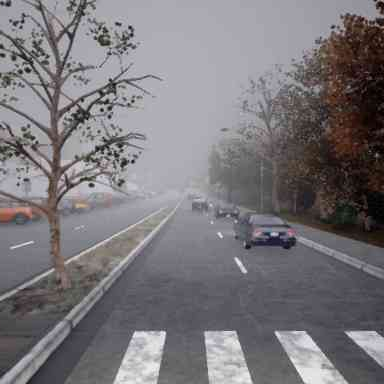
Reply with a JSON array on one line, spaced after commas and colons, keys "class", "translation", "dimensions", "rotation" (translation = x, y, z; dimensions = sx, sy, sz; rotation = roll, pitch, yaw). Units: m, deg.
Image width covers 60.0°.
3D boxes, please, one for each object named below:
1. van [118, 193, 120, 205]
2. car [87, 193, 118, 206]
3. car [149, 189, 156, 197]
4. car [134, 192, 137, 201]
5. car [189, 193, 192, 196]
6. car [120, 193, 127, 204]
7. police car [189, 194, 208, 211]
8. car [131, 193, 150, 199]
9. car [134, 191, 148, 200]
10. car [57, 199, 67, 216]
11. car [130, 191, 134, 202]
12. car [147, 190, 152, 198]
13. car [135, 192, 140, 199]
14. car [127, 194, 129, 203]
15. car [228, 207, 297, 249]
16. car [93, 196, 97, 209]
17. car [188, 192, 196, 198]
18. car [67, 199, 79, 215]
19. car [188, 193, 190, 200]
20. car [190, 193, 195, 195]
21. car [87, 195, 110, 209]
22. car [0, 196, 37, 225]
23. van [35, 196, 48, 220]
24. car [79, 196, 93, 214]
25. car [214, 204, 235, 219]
[{"class": "van", "translation": [-13.756, 1.203, 50.559], "dimensions": [4.442, 1.987, 1.878], "rotation": [-1, 0, -20]}, {"class": "car", "translation": [-13.892, 1.211, 47.516], "dimensions": [5.566, 2.045, 2.435], "rotation": [-1, 1, -20]}, {"class": "car", "translation": [-13.813, 0.716, 92.465], "dimensions": [5.566, 2.045, 2.435], "rotation": [-1, 0, -20]}, {"class": "car", "translation": [-13.847, 1.312, 65.430], "dimensions": [4.674, 1.452, 2.002], "rotation": [-1, 1, -20]}, {"class": "car", "translation": [0.900, 1.386, 56.485], "dimensions": [1.837, 1.490, 4.892], "rotation": [0, 1, 0]}, {"class": "car", "translation": [-13.838, 1.148, 53.512], "dimensions": [5.566, 2.045, 2.435], "rotation": [-1, 0, -20]}, {"class": "police car", "translation": [0.900, 1.451, 40.594], "dimensions": [1.930, 1.638, 5.238], "rotation": [0, 0, 0]}, {"class": "car", "translation": [-13.841, 1.046, 89.450], "dimensions": [4.674, 1.452, 2.002], "rotation": [-1, 0, -20]}, {"class": "car", "translation": [-13.817, 1.141, 80.453], "dimensions": [4.792, 1.488, 2.163], "rotation": [-1, 0, -20]}, {"class": "car", "translation": [-13.869, 1.601, 29.622], "dimensions": [4.674, 1.452, 2.002], "rotation": [-1, 0, -20]}, {"class": "car", "translation": [-13.826, 1.178, 62.456], "dimensions": [4.553, 1.767, 2.185], "rotation": [-1, 1, -20]}, {"class": "car", "translation": [-14.011, 1.045, 86.376], "dimensions": [5.366, 1.575, 1.946], "rotation": [-1, 1, -20]}, {"class": "car", "translation": [-13.824, 1.269, 68.448], "dimensions": [4.792, 1.488, 2.163], "rotation": [-1, 0, -20]}, {"class": "car", "translation": [-13.851, 1.368, 56.483], "dimensions": [4.892, 1.521, 2.231], "rotation": [-1, 1, -20]}, {"class": "car", "translation": [3.000, 1.597, 14.653], "dimensions": [2.033, 1.411, 5.357], "rotation": [0, 0, 0]}, {"class": "car", "translation": [-13.841, 1.561, 38.590], "dimensions": [4.792, 1.488, 2.163], "rotation": [-1, 0, -20]}, {"class": "car", "translation": [0.000, 0.909, 92.059], "dimensions": [2.128, 1.511, 4.902], "rotation": [0, 1, 0]}, {"class": "car", "translation": [-13.898, 1.588, 32.594], "dimensions": [4.792, 1.488, 2.163], "rotation": [-1, 0, -20]}, {"class": "car", "translation": [0.000, 1.057, 77.059], "dimensions": [1.837, 1.490, 4.892], "rotation": [0, 1, 0]}, {"class": "car", "translation": [0.900, 1.390, 50.674], "dimensions": [1.801, 1.575, 5.366], "rotation": [0, 1, 0]}, {"class": "car", "translation": [-13.861, 1.528, 44.548], "dimensions": [4.674, 1.452, 2.002], "rotation": [-1, 1, -20]}, {"class": "car", "translation": [-13.850, 1.431, 23.662], "dimensions": [4.553, 1.767, 2.185], "rotation": [-1, 0, -20]}, {"class": "van", "translation": [-13.771, 1.336, 26.689], "dimensions": [4.442, 1.987, 1.878], "rotation": [-1, 0, -20]}, {"class": "car", "translation": [-13.698, 1.541, 35.663], "dimensions": [5.366, 1.575, 1.946], "rotation": [-1, 0, -20]}, {"class": "car", "translation": [3.000, 1.683, 29.680], "dimensions": [1.895, 1.301, 4.718], "rotation": [0, 0, 0]}]
